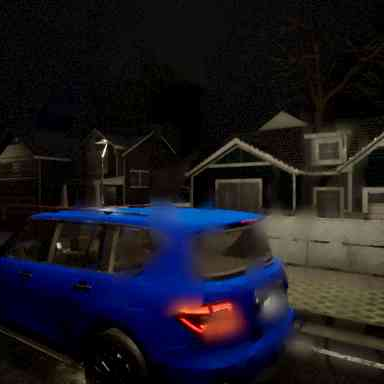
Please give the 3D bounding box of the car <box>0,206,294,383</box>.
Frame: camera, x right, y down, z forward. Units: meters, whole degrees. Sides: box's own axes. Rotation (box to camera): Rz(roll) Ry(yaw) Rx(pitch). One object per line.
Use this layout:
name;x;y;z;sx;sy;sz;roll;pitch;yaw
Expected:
car;-1.377;1.228;4.914;5.566;2.045;2.150;0;0;36
